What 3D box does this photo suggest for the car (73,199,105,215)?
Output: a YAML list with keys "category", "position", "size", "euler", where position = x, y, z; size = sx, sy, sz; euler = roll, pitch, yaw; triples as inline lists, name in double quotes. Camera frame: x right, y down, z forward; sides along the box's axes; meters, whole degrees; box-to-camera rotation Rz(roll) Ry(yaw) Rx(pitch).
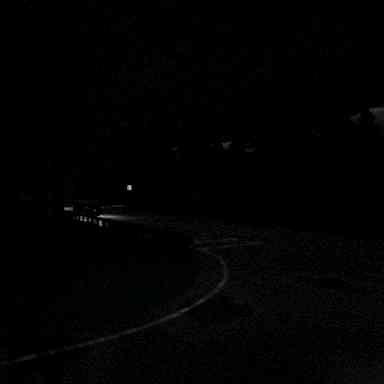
- category: "car"
  position: [-9.605, 1.340, 30.662]
  size: [1.812, 1.442, 4.674]
  euler: [0, 0, -33]
